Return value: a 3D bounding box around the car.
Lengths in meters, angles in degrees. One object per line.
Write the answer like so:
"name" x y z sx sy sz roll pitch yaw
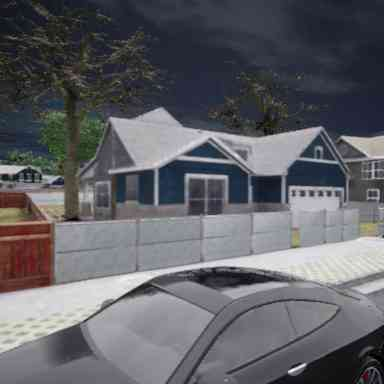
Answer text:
"car" 0.089 1.531 3.110 4.674 1.442 1.812 0 0 -35
